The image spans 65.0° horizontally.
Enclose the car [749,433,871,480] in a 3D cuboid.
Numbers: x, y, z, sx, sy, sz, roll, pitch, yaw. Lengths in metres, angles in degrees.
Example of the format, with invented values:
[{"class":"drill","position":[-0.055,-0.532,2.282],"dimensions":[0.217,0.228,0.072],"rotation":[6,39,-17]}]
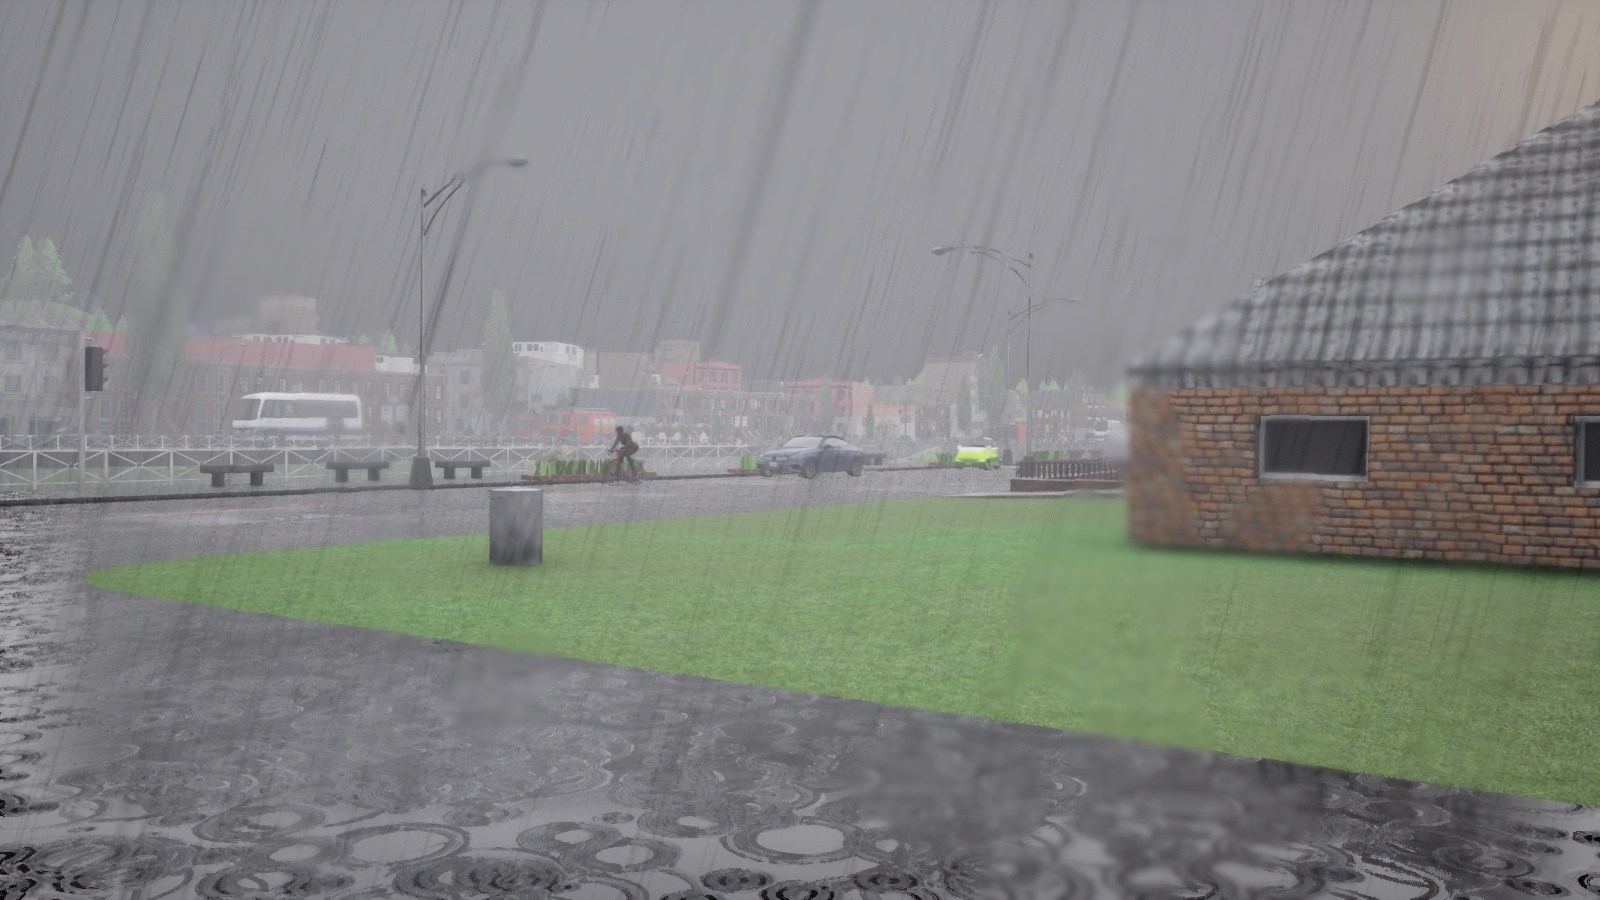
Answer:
[{"class":"car","position":[0.410,0.182,41.819],"dimensions":[1.812,1.442,4.674],"rotation":[0,1,34]}]

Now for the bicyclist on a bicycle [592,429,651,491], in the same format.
[{"class":"bicyclist on a bicycle","position":[-4.813,0.264,33.954],"dimensions":[0.582,1.620,1.656],"rotation":[0,1,34]}]

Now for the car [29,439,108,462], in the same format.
[{"class":"car","position":[-49.595,0.031,85.202],"dimensions":[1.816,1.474,4.193],"rotation":[0,1,34]}]

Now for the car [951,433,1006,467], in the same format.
[{"class":"car","position":[7.479,0.002,52.464],"dimensions":[1.481,1.376,2.207],"rotation":[0,1,34]}]
